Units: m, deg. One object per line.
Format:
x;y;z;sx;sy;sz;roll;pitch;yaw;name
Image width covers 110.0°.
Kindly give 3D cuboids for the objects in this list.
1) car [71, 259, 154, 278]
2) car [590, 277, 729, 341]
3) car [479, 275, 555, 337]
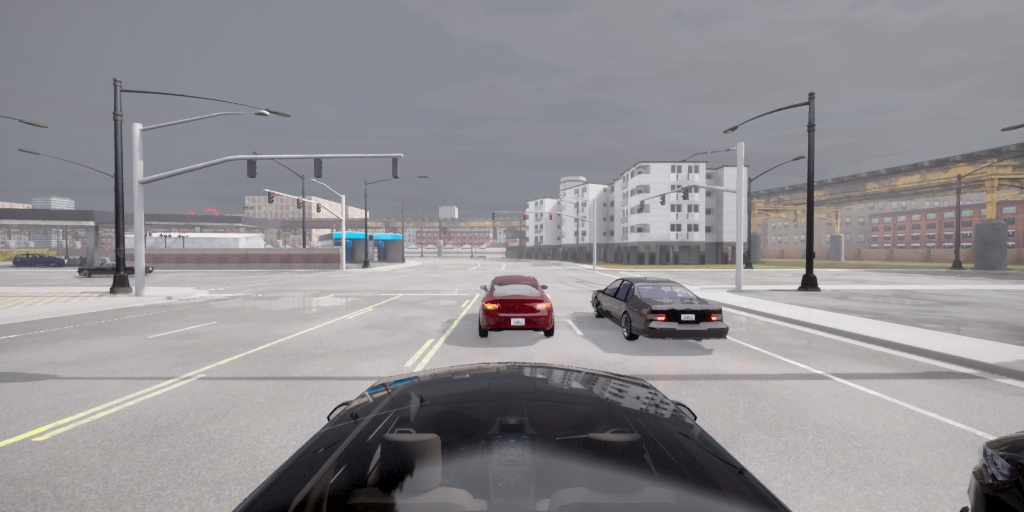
-33.487;1.134;30.301;4.718;1.301;1.895;0;1;-1;car
3.582;1.282;9.817;2.033;1.411;5.357;0;0;0;car
0.071;1.256;10.102;1.812;1.442;4.674;0;0;-1;car
